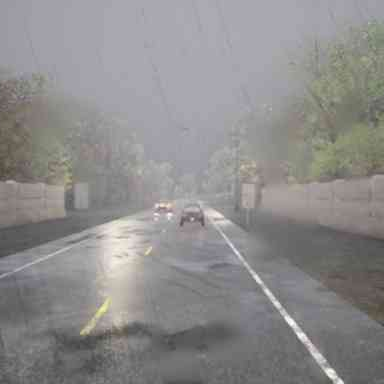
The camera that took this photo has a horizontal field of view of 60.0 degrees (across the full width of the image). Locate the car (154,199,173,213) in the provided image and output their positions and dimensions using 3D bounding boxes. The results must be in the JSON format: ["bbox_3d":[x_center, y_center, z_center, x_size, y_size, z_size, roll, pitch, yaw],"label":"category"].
[{"bbox_3d":[-3.563,1.698,42.093,2.097,1.767,4.553,1,0,0],"label":"car"}]

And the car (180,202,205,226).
[{"bbox_3d":[0.030,1.750,25.658,1.812,1.442,4.674,0,0,0],"label":"car"}]

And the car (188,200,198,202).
[{"bbox_3d":[0.096,1.865,43.080,1.837,1.490,4.892,0,0,0],"label":"car"}]
